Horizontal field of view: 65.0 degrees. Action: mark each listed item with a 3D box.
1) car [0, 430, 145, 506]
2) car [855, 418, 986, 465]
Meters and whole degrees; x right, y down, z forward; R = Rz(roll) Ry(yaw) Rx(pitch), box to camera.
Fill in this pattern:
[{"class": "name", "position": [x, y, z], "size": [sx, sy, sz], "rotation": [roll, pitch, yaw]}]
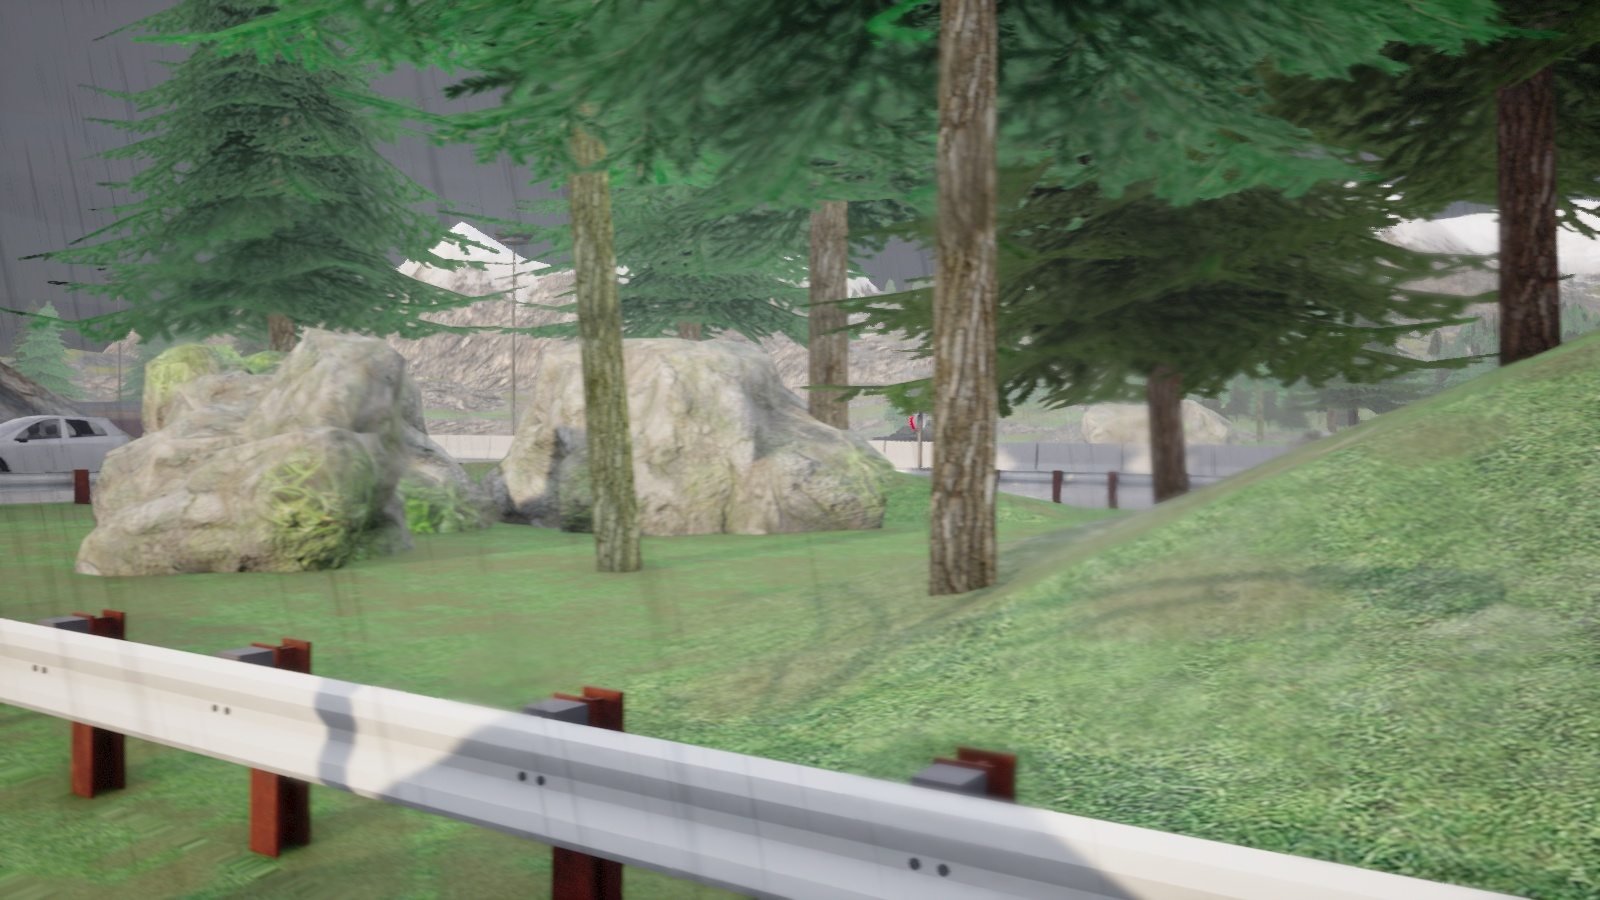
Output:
[{"class": "car", "position": [-16.000, 0.340, 26.254], "size": [1.845, 1.501, 3.633], "rotation": [0, 1, 33]}, {"class": "car", "position": [5.471, -0.375, 57.155], "size": [5.566, 2.045, 2.150], "rotation": [0, 1, 33]}]
